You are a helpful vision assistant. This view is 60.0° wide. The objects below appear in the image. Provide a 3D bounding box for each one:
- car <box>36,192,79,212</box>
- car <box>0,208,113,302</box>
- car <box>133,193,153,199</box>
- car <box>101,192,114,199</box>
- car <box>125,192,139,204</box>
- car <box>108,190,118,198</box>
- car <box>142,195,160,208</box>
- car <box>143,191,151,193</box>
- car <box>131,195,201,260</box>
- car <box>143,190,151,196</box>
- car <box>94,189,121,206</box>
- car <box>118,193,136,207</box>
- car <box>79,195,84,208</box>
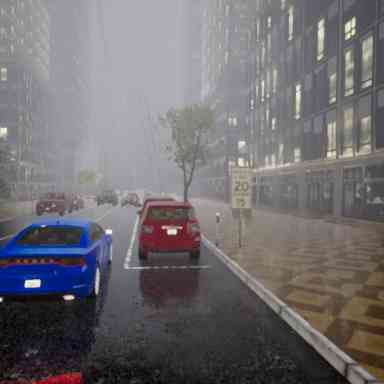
[{"bbox_3d":[-11.172,0.912,27.402,2.192,1.841,5.009,1,1,-8],"label":"car"},{"bbox_3d":[-3.070,1.386,8.134,1.882,1.535,5.008,1,1,-8],"label":"car"},{"bbox_3d":[-1.794,1.151,17.509,2.192,1.841,5.009,1,1,-8],"label":"car"},{"bbox_3d":[-16.643,0.700,65.926,2.008,1.369,4.403,1,1,-8],"label":"car"},{"bbox_3d":[-9.108,0.883,50.801,1.882,1.535,5.008,1,1,-8],"label":"car"},{"bbox_3d":[-18.204,0.463,76.932,1.967,1.590,4.097,1,1,-8],"label":"car"},{"bbox_3d":[-4.936,1.127,39.520,2.008,1.369,4.403,1,1,-8],"label":"car"},{"bbox_3d":[-7.280,0.929,56.029,1.887,1.381,4.507,1,1,-8],"label":"car"},{"bbox_3d":[-0.918,1.218,12.021,2.192,1.841,5.009,1,1,-8],"label":"car"},{"bbox_3d":[-12.745,0.259,94.549,2.192,1.841,5.009,1,1,-8],"label":"car"},{"bbox_3d":[-10.731,0.680,42.564,2.150,2.045,5.566,1,1,-8],"label":"car"},{"bbox_3d":[-7.662,1.122,40.949,1.895,1.301,4.718,1,1,-8],"label":"car"},{"bbox_3d":[-11.955,0.972,32.907,1.967,1.590,4.097,1,1,-8],"label":"car"}]
